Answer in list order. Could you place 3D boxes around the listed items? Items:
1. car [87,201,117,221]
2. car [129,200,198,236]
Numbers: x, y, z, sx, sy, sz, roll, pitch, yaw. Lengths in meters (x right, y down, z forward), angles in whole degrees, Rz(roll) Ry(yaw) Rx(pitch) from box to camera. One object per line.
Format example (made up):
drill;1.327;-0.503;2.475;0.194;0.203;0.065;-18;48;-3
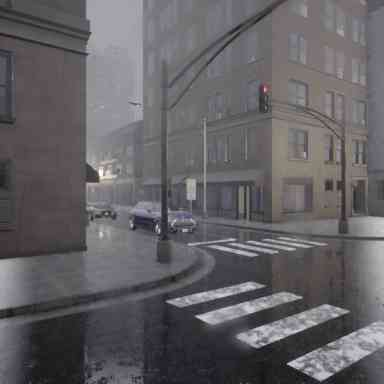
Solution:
car;-7.436;1.428;26.073;1.994;1.385;4.181;0;0;-35
car;-1.640;1.269;17.967;2.097;1.767;4.553;0;0;-36
